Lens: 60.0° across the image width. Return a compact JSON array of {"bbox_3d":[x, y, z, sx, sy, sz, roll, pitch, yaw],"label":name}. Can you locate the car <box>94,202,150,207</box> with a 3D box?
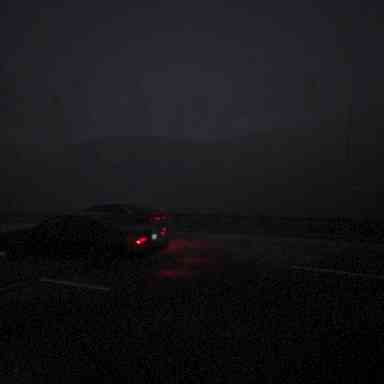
[{"bbox_3d":[-3.287,1.166,13.465,4.892,1.490,1.837,0,0,22],"label":"car"}]

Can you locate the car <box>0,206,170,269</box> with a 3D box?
[{"bbox_3d":[-3.388,1.310,10.062,5.357,1.411,2.033,-1,2,21],"label":"car"}]
